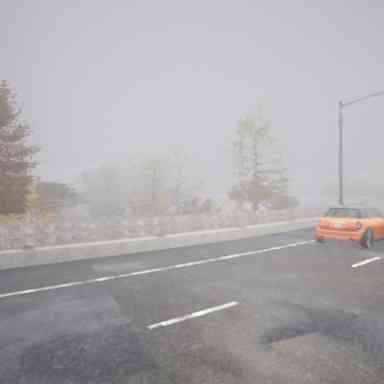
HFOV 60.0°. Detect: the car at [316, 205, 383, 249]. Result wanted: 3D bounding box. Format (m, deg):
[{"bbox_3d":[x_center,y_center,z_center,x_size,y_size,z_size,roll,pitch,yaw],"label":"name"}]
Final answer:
[{"bbox_3d":[7.485,1.381,14.972,4.553,1.767,2.097,0,0,-43],"label":"car"}]
